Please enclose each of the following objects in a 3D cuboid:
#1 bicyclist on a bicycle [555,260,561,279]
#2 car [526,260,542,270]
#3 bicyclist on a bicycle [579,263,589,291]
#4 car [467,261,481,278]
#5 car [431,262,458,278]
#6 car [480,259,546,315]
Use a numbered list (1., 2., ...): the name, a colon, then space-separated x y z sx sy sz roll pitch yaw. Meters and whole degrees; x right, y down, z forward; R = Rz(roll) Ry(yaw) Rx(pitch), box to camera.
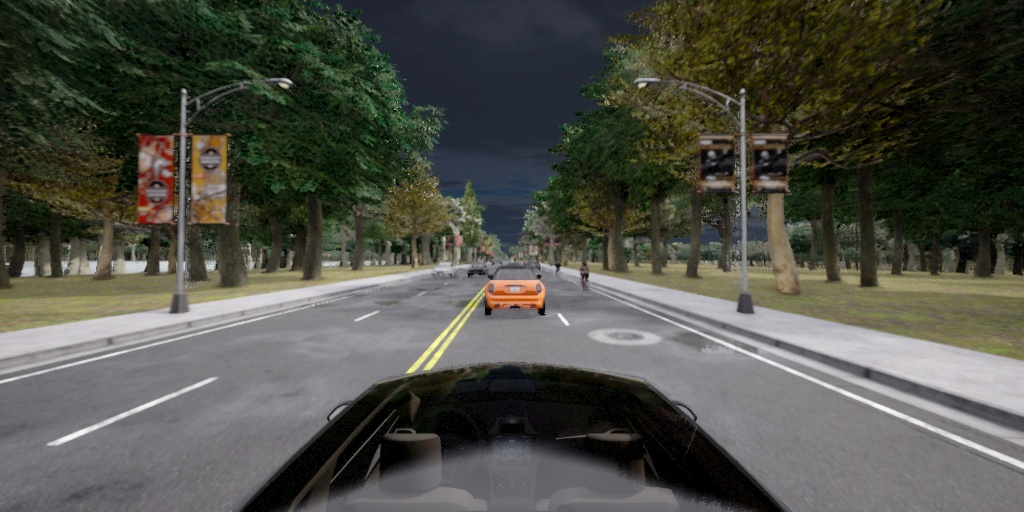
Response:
1. bicyclist on a bicycle: 4.146 1.192 32.404 0.659 1.776 1.843 0 0 0
2. car: 3.360 1.398 55.927 2.128 1.511 4.902 0 0 0
3. bicyclist on a bicycle: 4.144 1.241 20.482 0.582 1.620 1.656 0 0 0
4. car: -3.341 1.432 35.685 1.895 1.301 4.718 0 0 0
5. car: -6.590 1.356 35.291 1.812 1.442 4.674 0 0 0
6. car: 0.100 1.124 13.884 2.097 1.767 4.553 0 0 0
